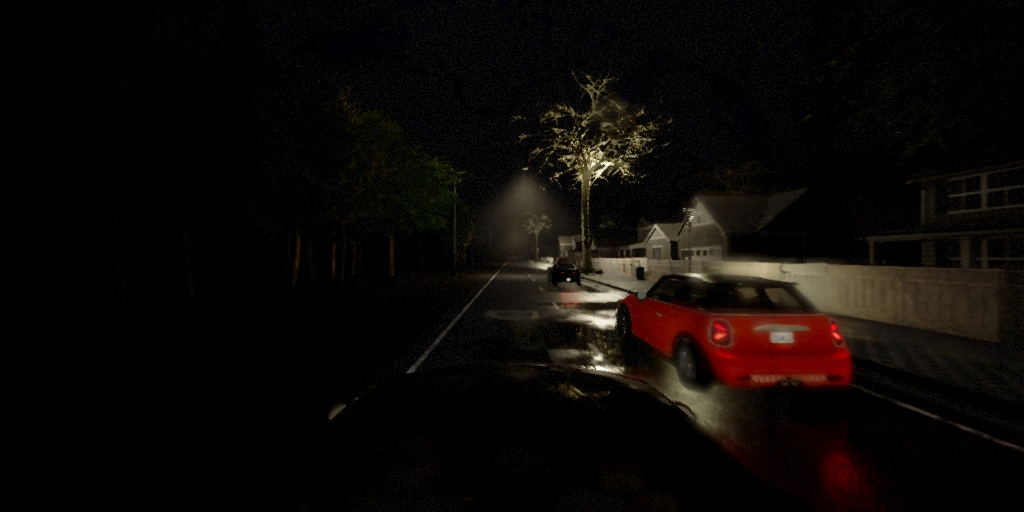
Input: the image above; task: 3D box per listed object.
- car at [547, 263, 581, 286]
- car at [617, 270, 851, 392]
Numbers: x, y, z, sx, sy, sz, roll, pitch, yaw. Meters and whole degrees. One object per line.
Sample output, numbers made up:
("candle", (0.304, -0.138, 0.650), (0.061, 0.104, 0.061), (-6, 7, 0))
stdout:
("car", (3.606, 1.248, 25.219), (1.837, 1.490, 4.892), (0, 0, 0))
("car", (3.601, 1.100, 6.904), (2.097, 1.767, 4.553), (0, 0, 0))
